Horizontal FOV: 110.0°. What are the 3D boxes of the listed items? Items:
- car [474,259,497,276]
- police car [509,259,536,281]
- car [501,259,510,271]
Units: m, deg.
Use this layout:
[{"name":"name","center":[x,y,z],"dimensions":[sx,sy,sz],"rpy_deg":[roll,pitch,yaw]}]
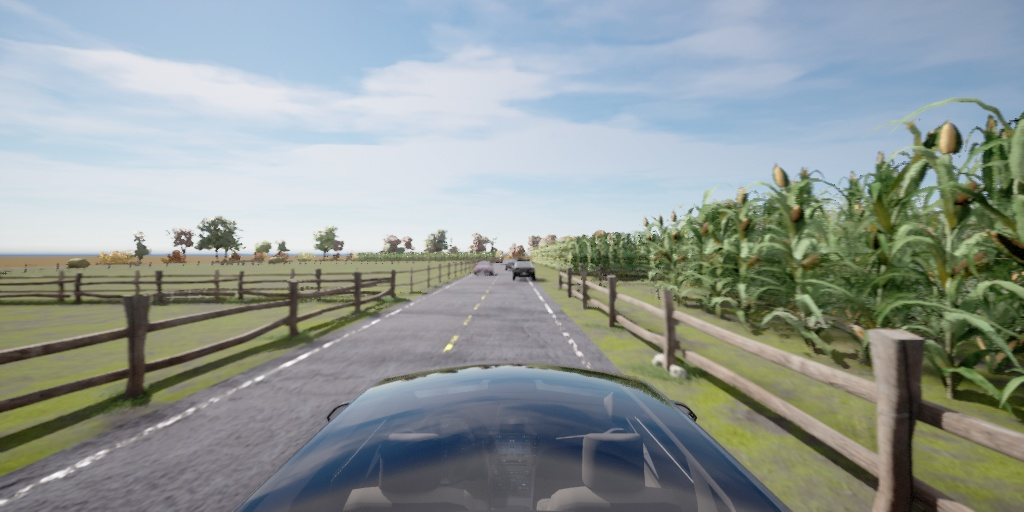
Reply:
[{"name":"car","center":[-2.845,1.262,36.881],"dimensions":[1.812,1.442,4.674],"rpy_deg":[0,0,0]},{"name":"police car","center":[0.960,1.164,30.501],"dimensions":[1.930,1.638,5.238],"rpy_deg":[0,0,0]},{"name":"car","center":[0.004,1.225,49.994],"dimensions":[2.128,1.511,4.902],"rpy_deg":[0,0,0]}]
